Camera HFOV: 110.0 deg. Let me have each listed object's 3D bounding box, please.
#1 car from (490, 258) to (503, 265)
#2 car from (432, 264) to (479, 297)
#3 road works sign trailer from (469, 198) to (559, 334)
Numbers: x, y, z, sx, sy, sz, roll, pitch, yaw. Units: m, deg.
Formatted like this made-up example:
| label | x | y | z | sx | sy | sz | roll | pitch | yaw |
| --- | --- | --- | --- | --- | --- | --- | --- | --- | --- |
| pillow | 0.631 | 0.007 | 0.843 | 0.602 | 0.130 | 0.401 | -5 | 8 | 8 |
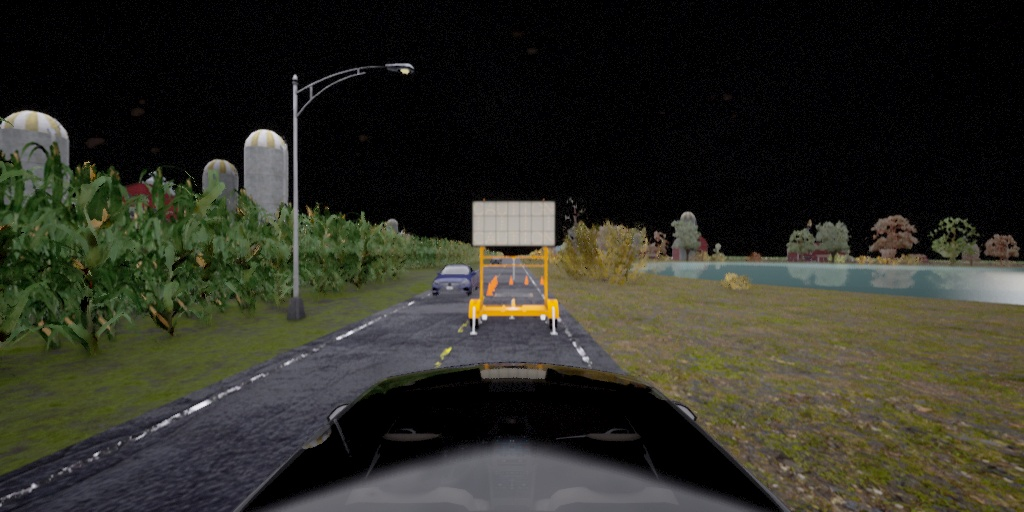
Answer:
| label | x | y | z | sx | sy | sz | roll | pitch | yaw |
| --- | --- | --- | --- | --- | --- | --- | --- | --- | --- |
| car | -2.520 | 0.923 | 58.552 | 2.033 | 1.411 | 5.357 | 0 | 0 | 1 |
| car | -2.757 | 1.152 | 18.235 | 1.812 | 1.442 | 4.674 | 0 | 0 | 0 |
| road works sign trailer | 0.051 | 0.148 | 10.298 | 2.380 | 3.560 | 2.880 | 0 | 0 | 0 |
